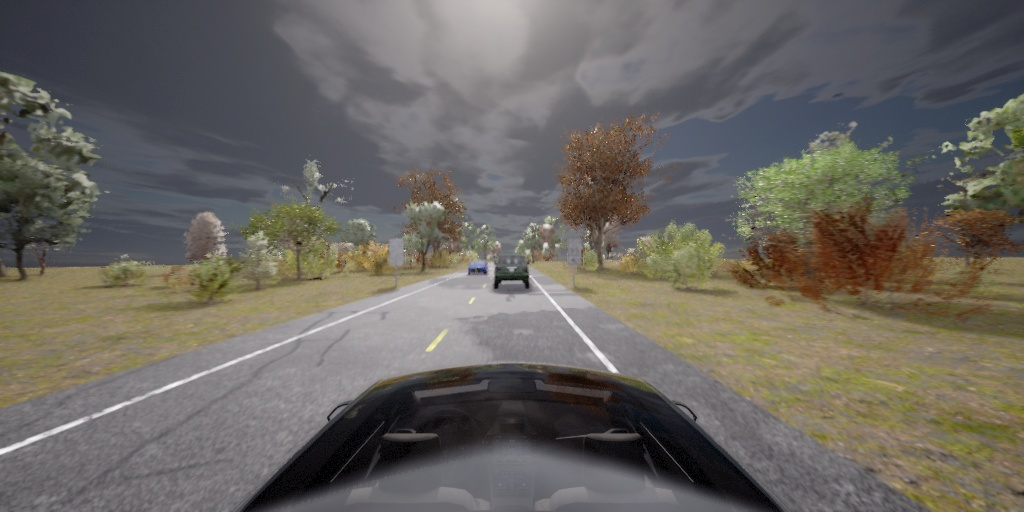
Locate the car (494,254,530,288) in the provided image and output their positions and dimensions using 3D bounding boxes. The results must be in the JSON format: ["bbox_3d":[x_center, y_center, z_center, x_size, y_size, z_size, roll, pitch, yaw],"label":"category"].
[{"bbox_3d":[0.006,0.898,23.141,2.150,2.045,5.566,0,0,1],"label":"car"}]

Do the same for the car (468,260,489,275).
[{"bbox_3d":[-3.516,1.145,37.769,1.882,1.535,5.008,0,0,0],"label":"car"}]
